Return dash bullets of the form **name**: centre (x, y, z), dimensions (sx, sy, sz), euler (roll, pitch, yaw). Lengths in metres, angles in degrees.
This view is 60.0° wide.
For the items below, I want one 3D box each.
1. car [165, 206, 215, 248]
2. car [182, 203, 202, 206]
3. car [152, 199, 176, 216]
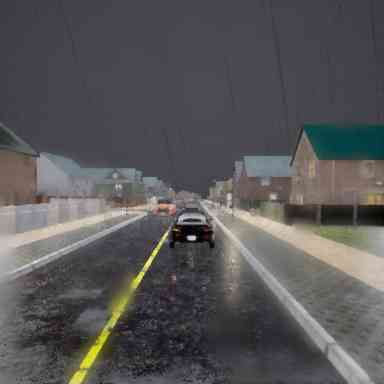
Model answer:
- **car**: centre (0.000, 1.547, 14.652), dimensions (1.812, 1.442, 4.674), euler (0, 0, 0)
- **car**: centre (0.000, 1.635, 29.655), dimensions (1.994, 1.385, 4.181), euler (0, 0, 0)
- **car**: centre (-2.749, 1.483, 33.615), dimensions (2.097, 1.767, 4.553), euler (0, 0, 0)
